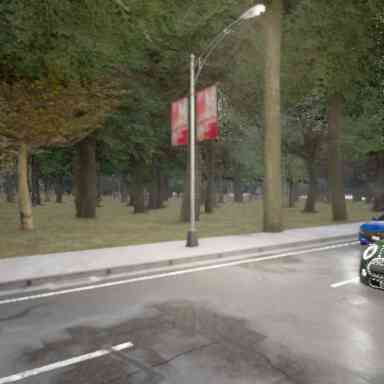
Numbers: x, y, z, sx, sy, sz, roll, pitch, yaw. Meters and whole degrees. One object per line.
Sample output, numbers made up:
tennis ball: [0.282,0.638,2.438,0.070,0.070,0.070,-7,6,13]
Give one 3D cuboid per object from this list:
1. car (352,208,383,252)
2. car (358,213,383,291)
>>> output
car: [9.027,1.487,14.112,5.008,1.535,1.882,0,0,-35]
car: [6.014,1.357,7.972,4.553,1.767,2.097,0,0,-35]
